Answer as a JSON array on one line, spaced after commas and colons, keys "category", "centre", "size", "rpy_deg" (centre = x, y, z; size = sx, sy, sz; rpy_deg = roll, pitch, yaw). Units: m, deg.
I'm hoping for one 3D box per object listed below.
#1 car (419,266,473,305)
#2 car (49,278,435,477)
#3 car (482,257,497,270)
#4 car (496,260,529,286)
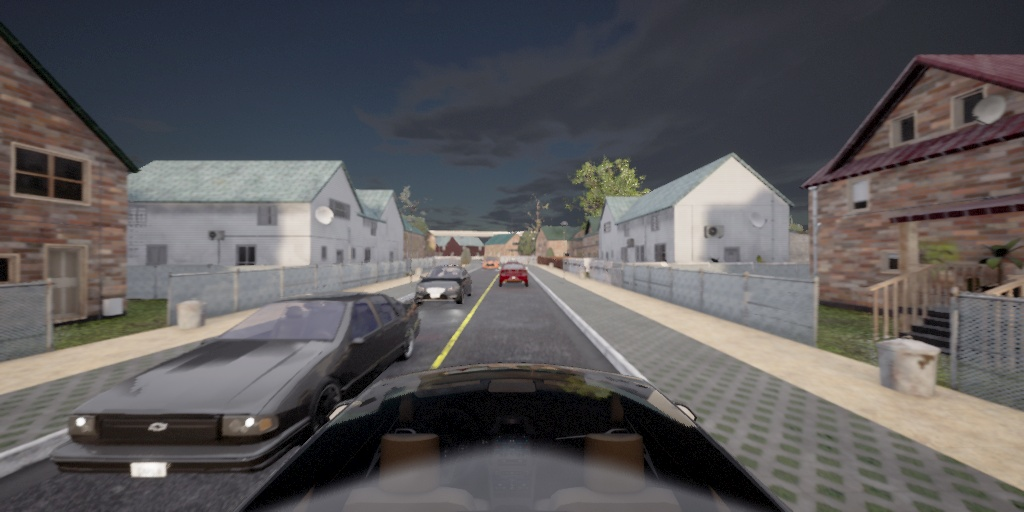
[{"category": "car", "centre": [-2.814, 1.188, 15.672], "size": [2.128, 1.511, 4.902], "rpy_deg": [0, 0, 0]}, {"category": "car", "centre": [-2.843, 1.283, 5.481], "size": [2.033, 1.411, 5.357], "rpy_deg": [0, 0, 0]}, {"category": "car", "centre": [-2.839, 0.903, 48.785], "size": [2.097, 1.767, 4.553], "rpy_deg": [0, 0, 0]}, {"category": "car", "centre": [0.096, 1.139, 24.196], "size": [1.882, 1.535, 5.008], "rpy_deg": [0, 0, 0]}]
